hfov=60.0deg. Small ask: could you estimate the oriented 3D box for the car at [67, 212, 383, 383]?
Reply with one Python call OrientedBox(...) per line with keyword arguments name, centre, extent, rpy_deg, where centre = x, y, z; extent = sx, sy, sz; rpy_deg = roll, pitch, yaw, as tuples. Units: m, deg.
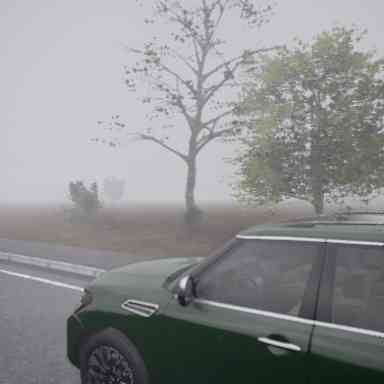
OrientedBox(name="car", centre=(1.258, 1.212, 2.999), extent=(5.566, 2.045, 2.150), rpy_deg=(0, 0, 35))
